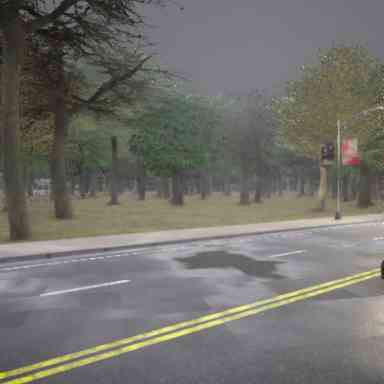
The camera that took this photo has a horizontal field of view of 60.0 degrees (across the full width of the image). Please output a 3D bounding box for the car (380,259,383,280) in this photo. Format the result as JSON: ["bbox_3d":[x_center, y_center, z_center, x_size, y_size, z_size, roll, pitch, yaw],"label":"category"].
[{"bbox_3d":[6.377,1.544,7.984,4.181,1.385,1.994,0,0,-35],"label":"car"}]
